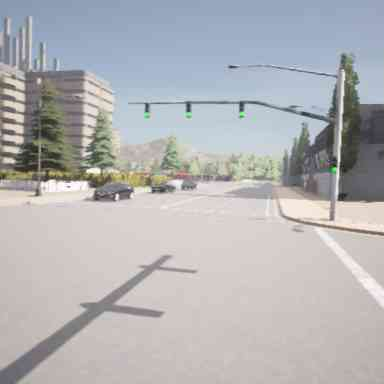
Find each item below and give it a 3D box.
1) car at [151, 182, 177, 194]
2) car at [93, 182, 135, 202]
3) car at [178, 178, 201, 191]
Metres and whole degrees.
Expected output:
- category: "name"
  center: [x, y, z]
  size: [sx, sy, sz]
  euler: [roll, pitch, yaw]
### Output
- category: "car"
  center: [-3.348, -0.474, 39.996]
  size: [1.895, 1.301, 4.718]
  euler: [3, 3, 14]
- category: "car"
  center: [-6.346, -0.083, 27.544]
  size: [1.837, 1.490, 4.892]
  euler: [3, 3, 13]
- category: "car"
  center: [-0.382, -1.044, 52.186]
  size: [1.837, 1.490, 4.892]
  euler: [3, 3, 14]
